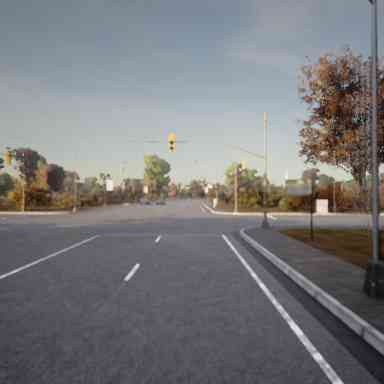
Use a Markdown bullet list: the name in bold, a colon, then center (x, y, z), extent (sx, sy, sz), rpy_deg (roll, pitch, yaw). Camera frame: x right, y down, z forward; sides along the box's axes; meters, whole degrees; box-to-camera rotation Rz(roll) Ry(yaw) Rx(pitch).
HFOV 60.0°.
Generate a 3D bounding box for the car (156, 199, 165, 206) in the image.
- **car**: center (-6.986, 2.326, 74.049), extent (2.033, 1.411, 5.357), rpy_deg (0, -1, 0)

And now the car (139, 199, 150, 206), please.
- **car**: center (-10.486, 2.264, 74.061), extent (1.882, 1.535, 5.008), rpy_deg (0, -1, 0)
